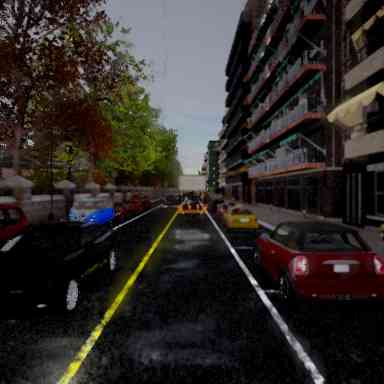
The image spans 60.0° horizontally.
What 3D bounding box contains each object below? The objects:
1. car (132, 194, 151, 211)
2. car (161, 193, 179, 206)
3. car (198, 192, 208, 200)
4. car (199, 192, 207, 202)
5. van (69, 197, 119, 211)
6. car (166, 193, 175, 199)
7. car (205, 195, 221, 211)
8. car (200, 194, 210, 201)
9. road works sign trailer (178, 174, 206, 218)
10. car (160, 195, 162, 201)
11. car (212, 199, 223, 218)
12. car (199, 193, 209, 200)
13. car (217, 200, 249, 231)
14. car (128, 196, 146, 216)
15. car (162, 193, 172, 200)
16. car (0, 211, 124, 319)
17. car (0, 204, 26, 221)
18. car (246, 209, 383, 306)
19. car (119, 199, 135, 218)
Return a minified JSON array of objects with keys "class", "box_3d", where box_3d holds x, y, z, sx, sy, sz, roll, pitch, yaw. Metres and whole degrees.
[{"class":"car","box_3d":[-5.678,1.092,36.085,2.192,1.841,5.009,0,0,0]},{"class":"car","box_3d":[-3.066,1.205,49.255,1.837,1.490,4.892,0,1,0]},{"class":"car","box_3d":[2.714,0.856,81.123,2.192,1.841,5.009,0,0,0]},{"class":"car","box_3d":[2.710,1.168,64.234,1.887,1.381,4.507,0,0,0]},{"class":"van","box_3d":[-5.684,1.218,19.192,1.690,1.788,3.998,0,0,0]},{"class":"car","box_3d":[-5.663,1.064,86.757,2.008,1.369,4.403,0,0,0]},{"class":"car","box_3d":[2.701,1.343,36.084,1.947,1.339,4.313,0,0,0]},{"class":"car","box_3d":[2.711,1.140,69.865,1.887,1.381,4.507,0,0,0]},{"class":"road works sign trailer","box_3d":[0.010,0.289,27.838,2.380,3.560,2.880,0,0,0]},{"class":"car","box_3d":[-5.669,1.036,69.866,1.967,1.590,4.097,0,0,0]},{"class":"car","box_3d":[2.698,1.425,24.822,1.802,1.307,4.206,0,0,0]},{"class":"car","box_3d":[2.713,1.008,75.493,1.967,1.590,4.097,0,0,0]},{"class":"car","box_3d":[2.697,1.401,19.362,1.752,1.417,4.829,0,0,0]},{"class":"car","box_3d":[-5.681,1.355,30.454,1.887,1.381,4.507,0,0,0]},{"class":"car","box_3d":[-5.668,1.008,75.494,1.967,1.590,4.097,0,0,0]},{"class":"car","box_3d":[-3.095,1.427,7.642,1.882,1.535,5.008,0,0,0]},{"class":"car","box_3d":[-5.687,1.262,7.932,2.192,1.841,5.009,0,0,0]},{"class":"car","box_3d":[2.693,1.387,7.930,1.967,1.590,4.097,0,0,0]},{"class":"car","box_3d":[-5.682,1.425,24.824,1.802,1.307,4.206,0,0,0]}]
